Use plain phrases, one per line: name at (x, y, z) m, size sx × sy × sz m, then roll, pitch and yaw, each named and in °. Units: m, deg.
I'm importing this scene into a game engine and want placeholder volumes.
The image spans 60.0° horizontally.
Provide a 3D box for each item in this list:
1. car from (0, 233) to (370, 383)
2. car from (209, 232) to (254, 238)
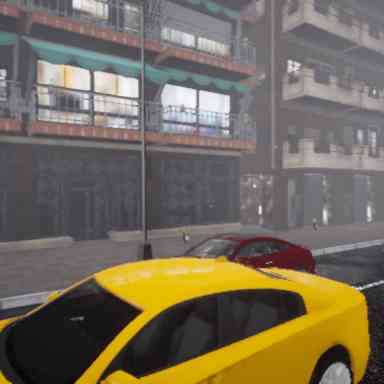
car at (-0.368, 1.457, 3.111) m, size 5.008 × 1.535 × 1.882 m, roll 0°, pitch 0°, yaw -34°
car at (0.892, 1.544, 7.042) m, size 4.206 × 1.307 × 1.802 m, roll 0°, pitch 0°, yaw -34°
